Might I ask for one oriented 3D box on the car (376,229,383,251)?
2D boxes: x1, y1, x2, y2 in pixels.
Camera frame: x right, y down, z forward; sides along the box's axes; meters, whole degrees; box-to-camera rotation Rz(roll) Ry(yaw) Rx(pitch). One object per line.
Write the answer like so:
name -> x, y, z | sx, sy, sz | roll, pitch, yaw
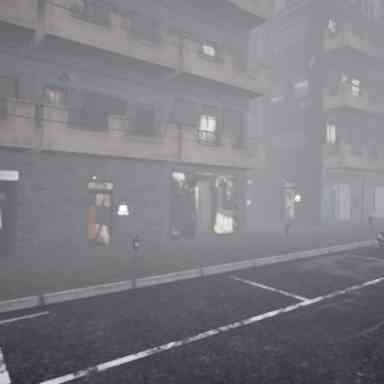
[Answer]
car -> 8.794, 1.571, 12.778 | 4.403, 1.369, 2.008 | 0, 1, -35
